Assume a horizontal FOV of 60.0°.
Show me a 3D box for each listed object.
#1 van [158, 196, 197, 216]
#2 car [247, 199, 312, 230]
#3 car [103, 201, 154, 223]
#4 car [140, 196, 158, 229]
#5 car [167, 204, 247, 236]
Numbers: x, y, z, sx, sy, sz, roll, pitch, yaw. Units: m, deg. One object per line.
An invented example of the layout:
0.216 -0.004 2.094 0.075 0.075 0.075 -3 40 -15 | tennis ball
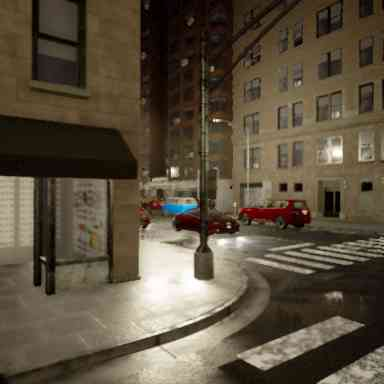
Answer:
-1.169 1.374 30.433 1.690 1.788 3.998 0 0 -36 | van
5.257 1.347 21.496 2.192 1.841 5.009 0 0 -36 | car
-5.140 1.502 26.460 2.128 1.511 4.902 0 0 -36 | car
-4.547 1.314 21.231 2.192 1.841 5.009 0 0 -36 | car
0.698 1.573 18.325 1.994 1.385 4.181 0 0 -36 | car
